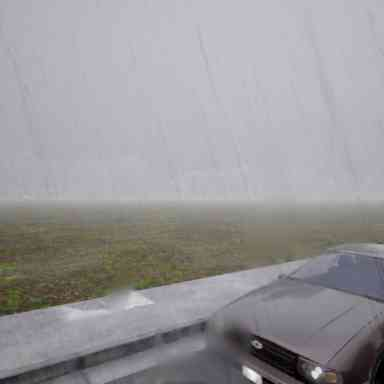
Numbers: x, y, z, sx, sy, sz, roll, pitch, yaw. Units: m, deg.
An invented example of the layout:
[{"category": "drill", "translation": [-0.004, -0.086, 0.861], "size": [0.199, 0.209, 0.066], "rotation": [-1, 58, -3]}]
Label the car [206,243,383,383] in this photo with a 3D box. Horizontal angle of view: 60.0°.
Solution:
[{"category": "car", "translation": [2.803, 1.547, 5.058], "size": [5.357, 1.411, 2.033], "rotation": [0, 0, -35]}]
